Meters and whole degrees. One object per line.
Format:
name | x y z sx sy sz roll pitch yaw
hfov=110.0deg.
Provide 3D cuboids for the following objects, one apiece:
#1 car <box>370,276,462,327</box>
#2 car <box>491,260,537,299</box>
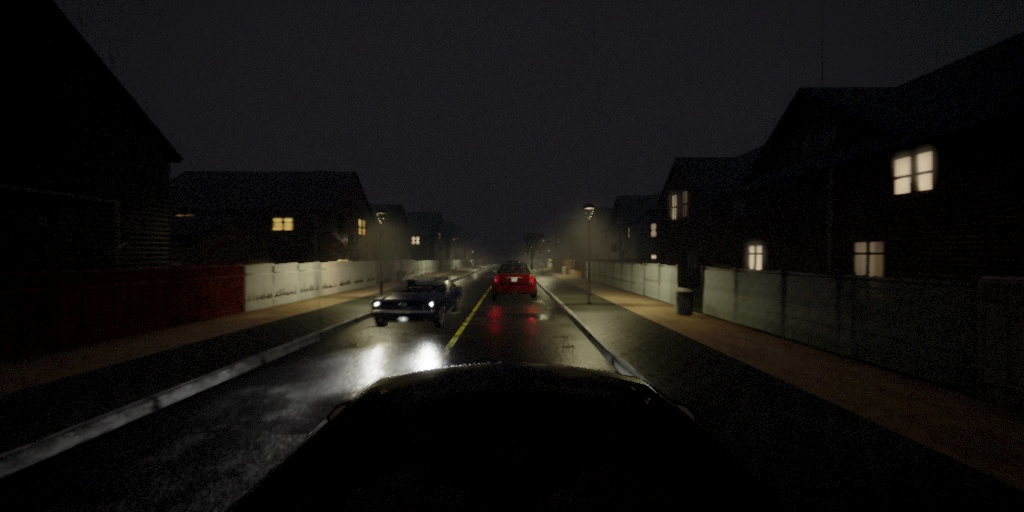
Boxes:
car | -2.849 1.351 11.617 1.895 1.301 4.718 0 0 0
car | 0.098 1.109 18.135 2.097 1.767 4.553 0 0 0
